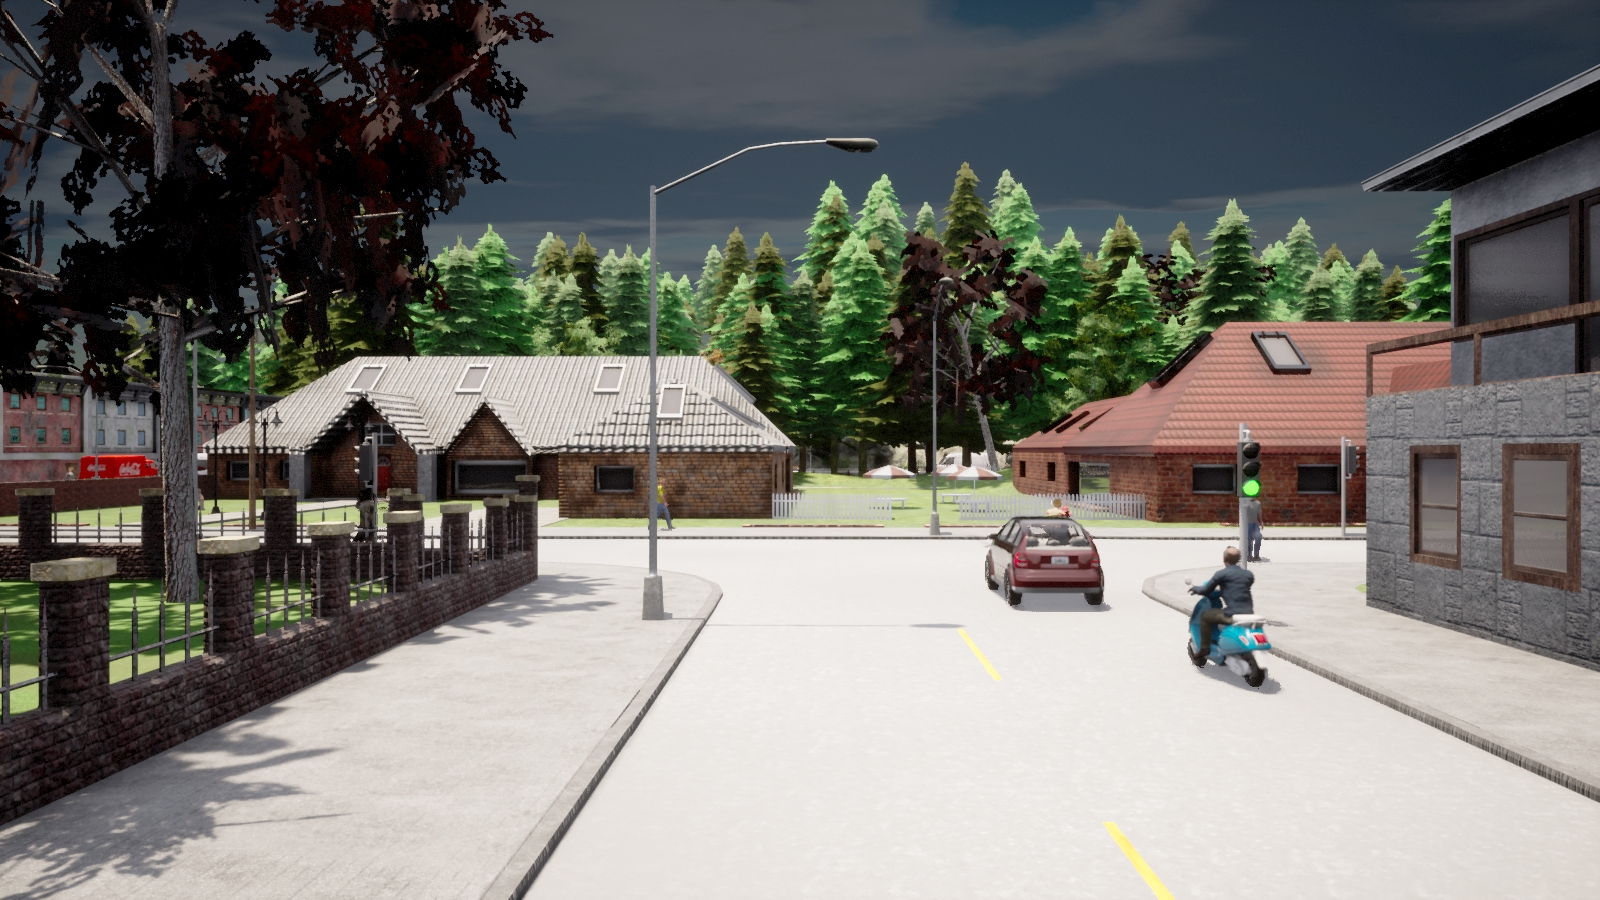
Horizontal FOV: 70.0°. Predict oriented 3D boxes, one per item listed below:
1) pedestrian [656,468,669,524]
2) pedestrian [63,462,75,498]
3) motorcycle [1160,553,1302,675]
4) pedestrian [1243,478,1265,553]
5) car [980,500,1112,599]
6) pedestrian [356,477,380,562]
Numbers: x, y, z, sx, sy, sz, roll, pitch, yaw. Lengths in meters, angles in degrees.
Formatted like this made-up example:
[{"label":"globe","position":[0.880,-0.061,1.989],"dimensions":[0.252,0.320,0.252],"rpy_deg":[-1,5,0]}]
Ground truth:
[{"label":"pedestrian","position":[-4.583,1.524,38.063],"dimensions":[0.375,1.860,0.375],"rpy_deg":[0,0,2]},{"label":"pedestrian","position":[-37.362,1.524,58.378],"dimensions":[0.375,1.860,0.375],"rpy_deg":[0,0,33]},{"label":"motorcycle","position":[5.243,1.962,14.019],"dimensions":[0.856,1.236,1.805],"rpy_deg":[0,0,-8]},{"label":"pedestrian","position":[11.308,1.629,28.471],"dimensions":[0.375,1.860,0.375],"rpy_deg":[0,0,-10]},{"label":"car","position":[4.567,1.806,21.721],"dimensions":[1.789,1.549,3.705],"rpy_deg":[0,0,1]},{"label":"pedestrian","position":[-9.497,1.523,25.124],"dimensions":[0.375,1.860,0.375],"rpy_deg":[0,0,4]}]
